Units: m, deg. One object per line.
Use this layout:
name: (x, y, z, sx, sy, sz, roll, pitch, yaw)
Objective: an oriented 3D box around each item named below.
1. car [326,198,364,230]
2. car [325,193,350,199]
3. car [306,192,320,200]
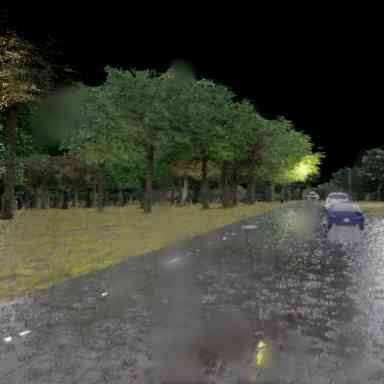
car: (9.523, 1.394, 20.783, 1.882, 1.535, 5.008, 1, 1, 22)
car: (15.209, 1.125, 34.795, 2.150, 2.045, 5.566, 1, 0, 23)
car: (23.819, 1.044, 65.390, 2.150, 2.045, 5.566, 1, 0, 22)
